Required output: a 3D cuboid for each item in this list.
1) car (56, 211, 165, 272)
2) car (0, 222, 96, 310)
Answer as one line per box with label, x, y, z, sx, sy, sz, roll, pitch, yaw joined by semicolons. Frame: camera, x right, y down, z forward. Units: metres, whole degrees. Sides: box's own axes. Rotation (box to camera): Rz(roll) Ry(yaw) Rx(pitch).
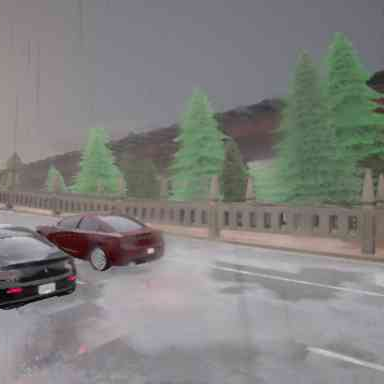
car;-3.118;1.348;10.539;5.008;1.535;1.882;3;2;36
car;-4.347;1.415;7.106;4.674;1.442;1.812;3;1;36
